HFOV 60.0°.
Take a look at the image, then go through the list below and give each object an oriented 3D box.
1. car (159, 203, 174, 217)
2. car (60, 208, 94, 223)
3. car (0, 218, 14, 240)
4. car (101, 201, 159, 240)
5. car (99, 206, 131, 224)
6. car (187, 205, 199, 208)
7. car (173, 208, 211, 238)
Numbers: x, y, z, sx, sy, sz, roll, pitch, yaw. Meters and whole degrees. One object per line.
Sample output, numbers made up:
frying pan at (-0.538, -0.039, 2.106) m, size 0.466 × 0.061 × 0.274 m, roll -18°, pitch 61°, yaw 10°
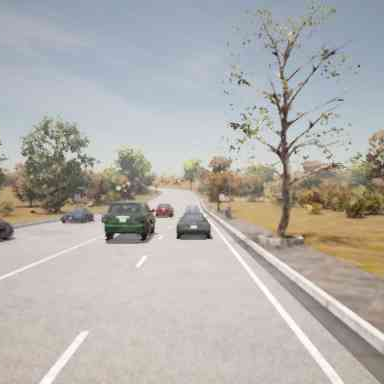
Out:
car at (-3.429, 2.158, 42.289) m, size 2.097 × 1.767 × 4.553 m, roll 0°, pitch -1°, yaw 0°
car at (-10.526, 2.132, 30.775) m, size 1.994 × 1.385 × 4.181 m, roll 0°, pitch -1°, yaw 0°
car at (-10.587, 1.831, 16.260) m, size 1.994 × 1.385 × 4.181 m, roll 0°, pitch -1°, yaw 0°
car at (-3.409, 1.546, 19.049) m, size 2.150 × 2.045 × 5.566 m, roll 0°, pitch -1°, yaw 0°
car at (-7.025, 2.076, 30.766) m, size 1.837 × 1.490 × 4.892 m, roll 0°, pitch -2°, yaw 0°
car at (0.073, 2.306, 40.034) m, size 2.033 × 1.411 × 5.357 m, roll 0°, pitch -1°, yaw 0°
car at (0.090, 1.911, 20.088) m, size 1.994 × 1.385 × 4.181 m, roll 0°, pitch -1°, yaw 0°
